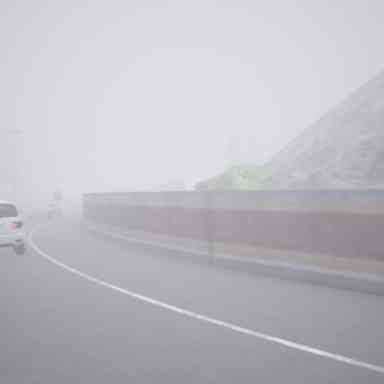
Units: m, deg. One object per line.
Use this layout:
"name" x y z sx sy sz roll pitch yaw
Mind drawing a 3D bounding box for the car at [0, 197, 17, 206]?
"car" -33.418 1.715 58.251 1.812 1.442 4.674 0 0 23

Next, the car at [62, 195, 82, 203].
"car" -25.726 1.580 71.650 2.033 1.411 5.357 0 1 34

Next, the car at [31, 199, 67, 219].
"car" -13.803 1.743 31.565 1.812 1.442 4.674 0 0 -3

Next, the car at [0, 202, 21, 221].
"car" -17.130 1.689 29.394 1.882 1.535 5.008 -1 0 -7

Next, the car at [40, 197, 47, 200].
"car" -31.697 1.621 75.317 2.033 1.411 5.357 0 1 34

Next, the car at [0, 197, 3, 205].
"car" -36.643 1.745 59.616 1.812 1.442 4.674 0 0 21

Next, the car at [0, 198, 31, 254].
"car" -8.148 1.325 13.402 2.150 2.045 5.566 0 0 -33

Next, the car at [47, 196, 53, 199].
"car" -28.758 1.418 73.416 2.097 1.767 4.553 0 1 34
